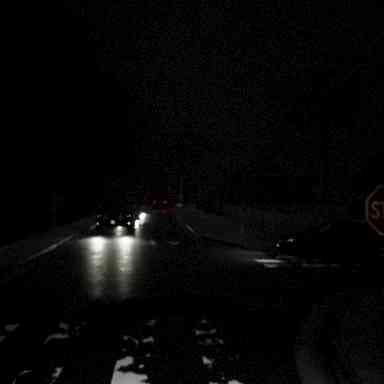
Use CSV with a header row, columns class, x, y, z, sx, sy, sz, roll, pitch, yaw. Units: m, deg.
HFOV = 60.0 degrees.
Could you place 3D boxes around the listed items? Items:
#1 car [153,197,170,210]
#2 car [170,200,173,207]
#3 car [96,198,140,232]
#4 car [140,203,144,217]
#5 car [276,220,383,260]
class,x,y,z,sx,sy,sz,roll,pitch,yaw
car,-5.060,1.819,53.717,2.150,2.045,5.566,0,-1,-2
car,-4.997,2.289,66.929,1.882,1.535,5.008,0,-1,3
car,-4.918,1.441,22.232,2.150,2.045,5.566,0,-1,-6
car,-6.024,1.823,32.509,1.837,1.490,4.892,0,-1,-6
car,5.710,1.832,13.082,4.674,1.442,1.812,0,-3,0
